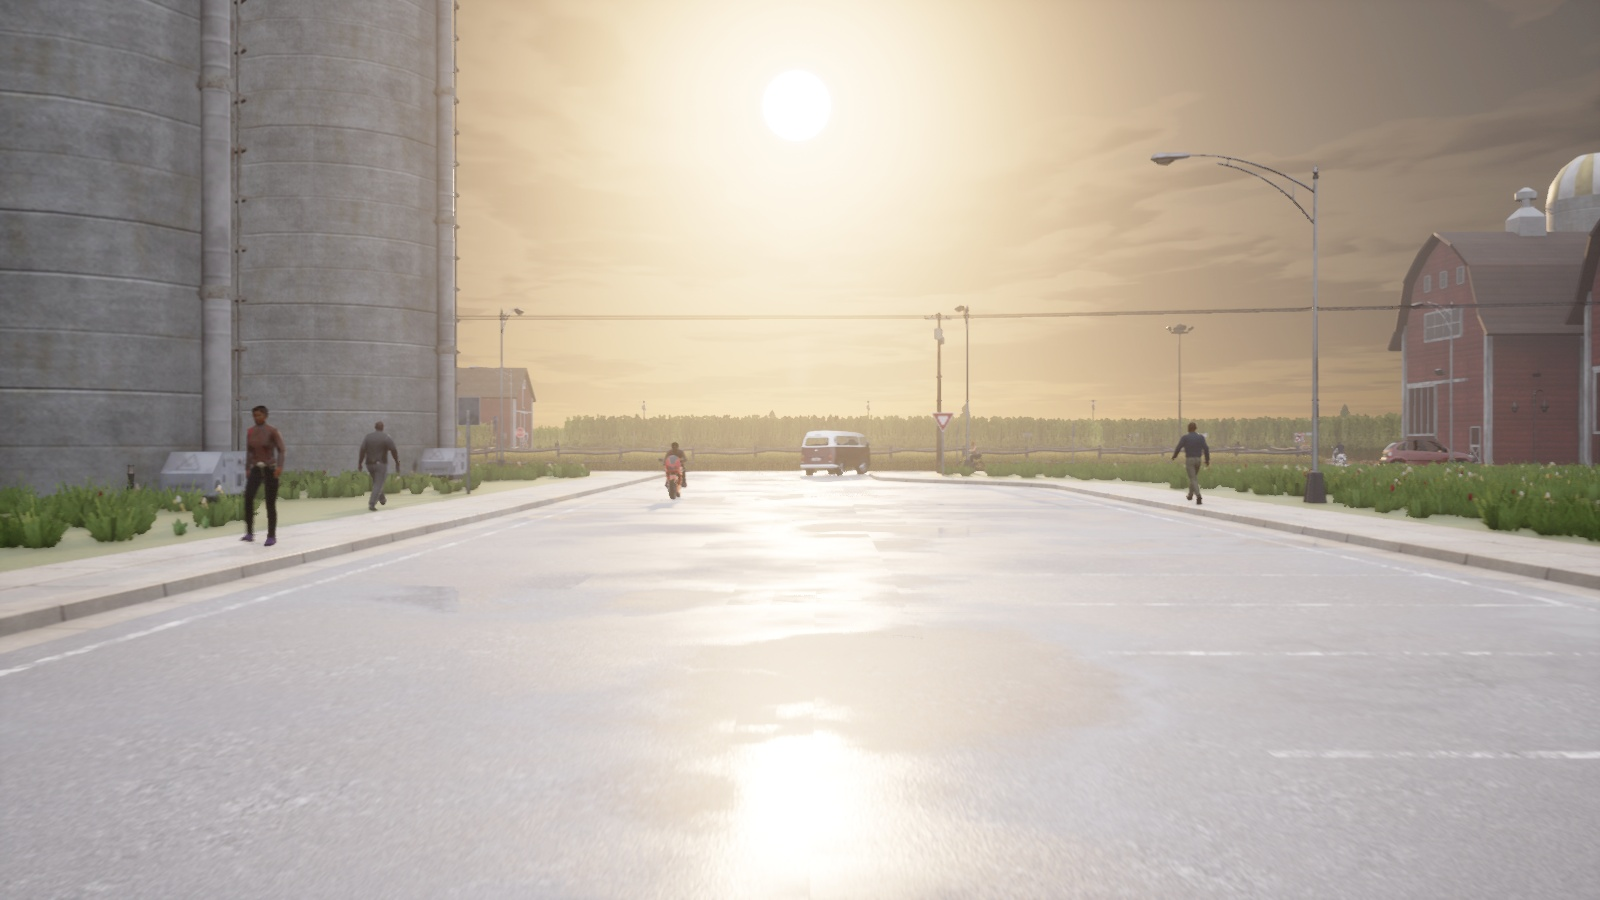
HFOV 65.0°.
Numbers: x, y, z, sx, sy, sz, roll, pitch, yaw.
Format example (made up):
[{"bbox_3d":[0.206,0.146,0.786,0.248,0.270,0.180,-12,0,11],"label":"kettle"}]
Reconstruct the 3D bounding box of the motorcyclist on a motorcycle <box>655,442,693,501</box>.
[{"bbox_3d":[-3.296,0.540,33.013,0.797,1.523,2.044,0,0,0],"label":"motorcyclist on a motorcycle"}]

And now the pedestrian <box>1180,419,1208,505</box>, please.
[{"bbox_3d":[8.574,0.255,27.319,0.370,1.835,0.726,0,0,-1],"label":"pedestrian"}]

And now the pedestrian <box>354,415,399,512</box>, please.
[{"bbox_3d":[-8.289,0.256,24.618,0.563,1.883,0.849,0,0,3],"label":"pedestrian"}]

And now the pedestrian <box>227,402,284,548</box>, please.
[{"bbox_3d":[-6.916,0.306,15.980,0.328,1.805,0.869,0,0,2],"label":"pedestrian"}]

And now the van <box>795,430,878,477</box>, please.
[{"bbox_3d":[1.748,0.145,57.758,2.069,2.038,4.480,-1,0,27],"label":"van"}]

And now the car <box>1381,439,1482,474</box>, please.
[{"bbox_3d":[29.855,0.317,59.473,3.988,1.617,1.851,0,0,15],"label":"car"}]
